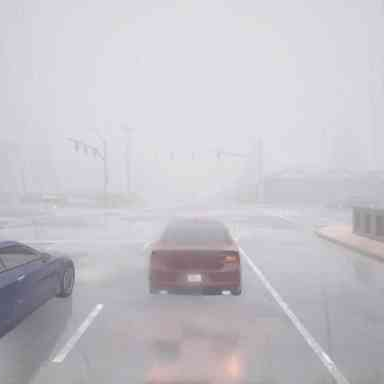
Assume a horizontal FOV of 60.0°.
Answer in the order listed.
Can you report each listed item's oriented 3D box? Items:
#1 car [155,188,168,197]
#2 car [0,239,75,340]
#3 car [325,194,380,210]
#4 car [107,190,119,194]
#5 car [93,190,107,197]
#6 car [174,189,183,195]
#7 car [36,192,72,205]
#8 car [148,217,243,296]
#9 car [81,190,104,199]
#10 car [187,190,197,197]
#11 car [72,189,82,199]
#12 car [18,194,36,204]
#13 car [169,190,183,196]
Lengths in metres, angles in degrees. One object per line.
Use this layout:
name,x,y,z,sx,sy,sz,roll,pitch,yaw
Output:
car,-6.933,0.337,71.634,2.033,1.411,5.357,0,1,0
car,-3.434,1.458,5.276,1.812,1.442,4.674,0,1,0
car,15.514,0.979,32.251,4.892,1.490,1.837,0,1,2
car,-17.485,0.274,74.072,1.812,1.442,4.674,0,1,0
car,-20.985,0.237,75.952,1.812,1.442,4.674,0,1,0
car,-3.482,0.056,87.615,2.033,1.411,5.357,0,1,0
car,-17.590,0.770,42.772,1.882,1.535,5.008,0,1,0
car,0.114,1.361,8.460,1.882,1.535,5.008,0,1,1
car,-17.551,0.492,59.694,2.128,1.511,4.902,0,1,0
car,0.025,0.248,74.280,1.837,1.490,4.892,0,1,0
car,-21.033,0.326,61.089,2.097,1.767,4.553,0,1,0
car,-21.089,0.869,44.160,1.895,1.301,4.718,0,1,0
car,-3.481,0.289,74.912,1.994,1.385,4.181,0,1,0
